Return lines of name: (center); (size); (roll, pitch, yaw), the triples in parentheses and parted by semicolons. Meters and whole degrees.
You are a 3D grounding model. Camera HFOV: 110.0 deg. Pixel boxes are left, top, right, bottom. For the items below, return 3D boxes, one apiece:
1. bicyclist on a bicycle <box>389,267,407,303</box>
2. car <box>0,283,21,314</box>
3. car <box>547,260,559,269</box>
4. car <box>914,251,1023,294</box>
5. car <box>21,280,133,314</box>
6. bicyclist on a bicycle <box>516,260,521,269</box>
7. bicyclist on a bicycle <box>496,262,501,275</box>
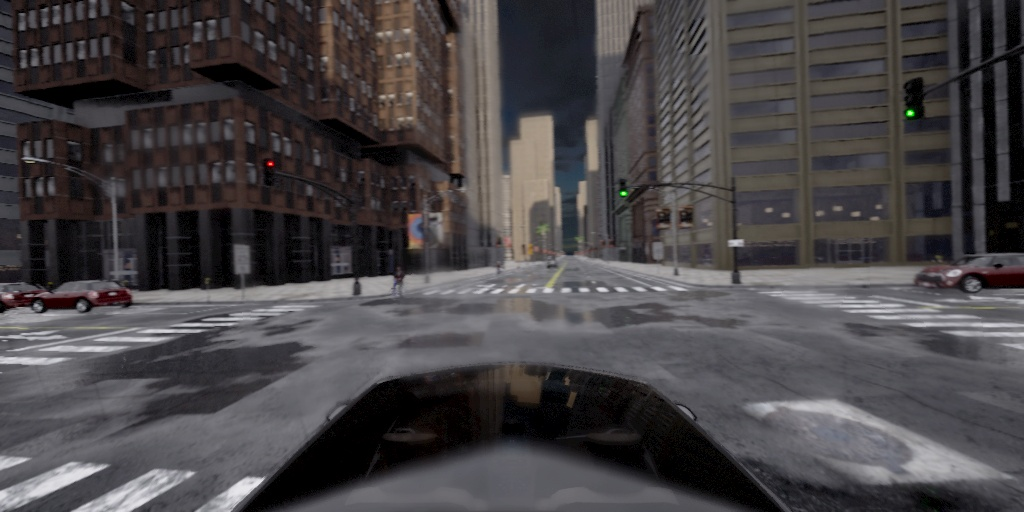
bicyclist on a bicycle: (-5.796, 1.423, 18.211); (0.659, 1.776, 1.843); (-2, -1, 10)
car: (-27.285, 2.174, 19.212); (4.097, 1.591, 1.967); (0, 0, 9)
car: (7.261, 1.537, 63.815); (1.882, 1.535, 5.008); (-2, -1, 9)
car: (19.415, 0.634, 14.728); (4.097, 1.591, 1.967); (0, 0, 10)
car: (-21.934, 1.990, 18.338); (4.097, 1.591, 1.967); (0, 0, 9)
bicyclist on a bicycle: (1.180, 1.461, 60.753); (0.866, 1.612, 1.509); (-2, -1, 9)
bicyclist on a bicycle: (-1.630, 1.596, 43.587); (0.582, 1.620, 1.656); (-2, 0, 9)
